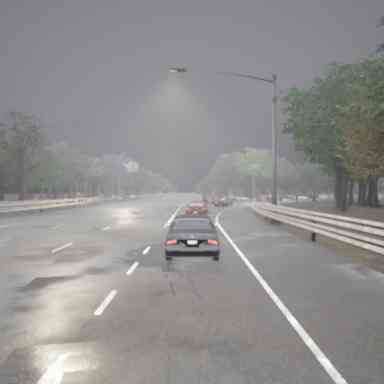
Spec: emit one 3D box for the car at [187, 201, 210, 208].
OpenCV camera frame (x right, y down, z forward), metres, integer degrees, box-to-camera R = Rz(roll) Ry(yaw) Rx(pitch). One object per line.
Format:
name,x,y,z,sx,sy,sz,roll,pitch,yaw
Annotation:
car,0.512,1.514,28.832,1.812,1.442,4.674,0,0,5

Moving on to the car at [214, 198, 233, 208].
car,4.732,1.566,48.539,1.895,1.301,4.718,0,0,19

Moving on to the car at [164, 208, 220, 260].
car,0.008,1.539,12.356,2.033,1.411,5.357,0,0,0
